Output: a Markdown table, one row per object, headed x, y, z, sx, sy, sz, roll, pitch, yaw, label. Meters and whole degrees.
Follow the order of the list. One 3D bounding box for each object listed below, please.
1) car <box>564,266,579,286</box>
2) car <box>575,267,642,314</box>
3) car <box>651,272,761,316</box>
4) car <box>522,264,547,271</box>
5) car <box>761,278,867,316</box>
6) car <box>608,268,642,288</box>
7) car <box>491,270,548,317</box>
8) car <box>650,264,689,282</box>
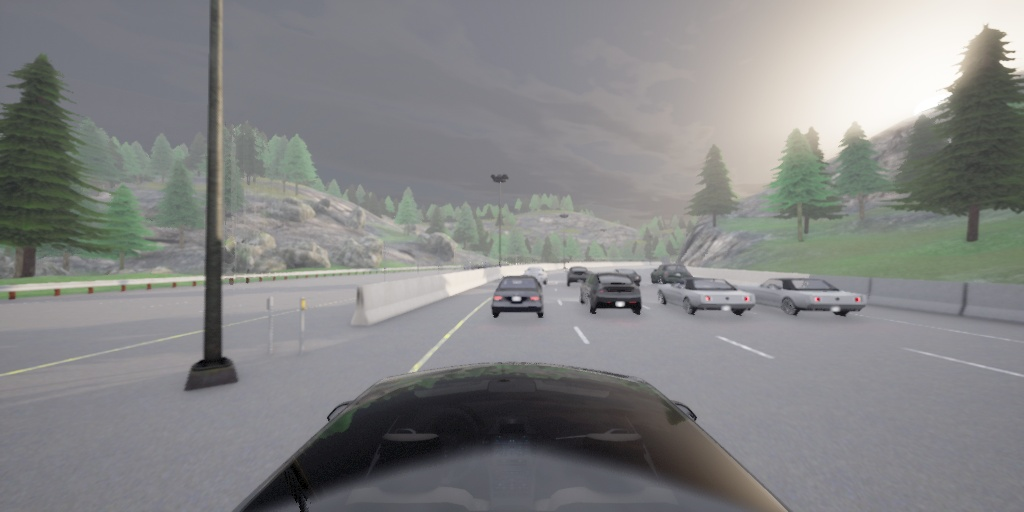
| x | y | z | sx | sy | sz | roll | pitch | yaw | label |
| --- | --- | --- | --- | --- | --- | --- | --- | --- | --- |
| 5.359 | 1.574 | 28.967 | 1.837 | 1.490 | 4.892 | 0 | 0 | 9 | car |
| 3.891 | 1.408 | 14.697 | 1.837 | 1.490 | 4.892 | 0 | 0 | 4 | car |
| 7.362 | 1.497 | 14.260 | 1.895 | 1.301 | 4.718 | 0 | -1 | 4 | car |
| 1.948 | 1.602 | 29.798 | 1.812 | 1.442 | 4.674 | 0 | 0 | 9 | car |
| 10.857 | 1.495 | 14.063 | 1.895 | 1.301 | 4.718 | 0 | -1 | 4 | car |
| 8.785 | 1.660 | 28.258 | 1.895 | 1.301 | 4.718 | 0 | -1 | 9 | car |
| 0.310 | 1.440 | 13.901 | 2.033 | 1.411 | 5.357 | 0 | -1 | 4 | car |
| 12.289 | 1.406 | 27.974 | 2.097 | 1.767 | 4.553 | 0 | -1 | 9 | car |
